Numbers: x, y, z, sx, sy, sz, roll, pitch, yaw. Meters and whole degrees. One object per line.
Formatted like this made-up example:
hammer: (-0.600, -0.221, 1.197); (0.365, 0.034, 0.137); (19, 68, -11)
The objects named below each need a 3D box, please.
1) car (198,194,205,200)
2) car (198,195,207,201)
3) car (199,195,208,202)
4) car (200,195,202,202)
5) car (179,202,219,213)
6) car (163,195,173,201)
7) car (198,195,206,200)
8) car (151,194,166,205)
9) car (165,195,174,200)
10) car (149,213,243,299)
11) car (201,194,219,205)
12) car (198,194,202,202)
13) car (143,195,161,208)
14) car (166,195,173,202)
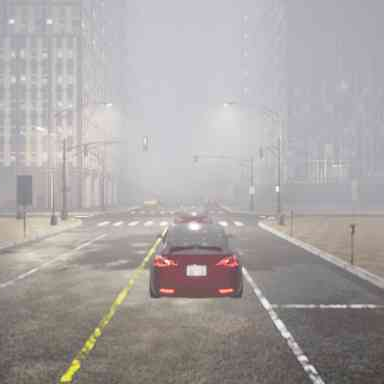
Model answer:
car: (2.525, 1.384, 93.088); (1.752, 1.417, 4.829); (0, 0, 0)
car: (2.545, 1.438, 81.568); (1.887, 1.381, 4.507); (0, 0, 0)
car: (2.555, 1.433, 76.063); (1.752, 1.417, 4.829); (0, 0, 0)
car: (2.695, 1.510, 53.196); (2.008, 1.369, 4.403); (0, 0, 0)
car: (0.058, 1.500, 17.754); (2.163, 1.488, 4.792); (0, 0, 0)
car: (-5.835, 1.444, 81.559); (2.008, 1.369, 4.403); (0, 0, 0)
car: (2.535, 1.427, 87.242); (2.008, 1.369, 4.403); (0, 0, 0)
car: (-5.883, 1.274, 53.181); (2.192, 1.841, 5.009); (0, 0, 0)
car: (-5.845, 1.428, 87.234); (2.008, 1.369, 4.403); (0, 0, 0)
car: (0.081, 1.503, 8.507); (2.163, 1.488, 4.792); (0, 0, 0)
car: (2.736, 1.409, 47.518); (1.967, 1.590, 4.097); (0, 0, 0)
car: (2.567, 1.237, 70.218); (2.192, 1.841, 5.009); (0, 0, 0)
car: (-5.903, 1.495, 47.333); (1.752, 1.417, 4.829); (0, 0, 0)
car: (-5.825, 1.453, 75.883); (1.887, 1.381, 4.507); (0, 0, 0)
